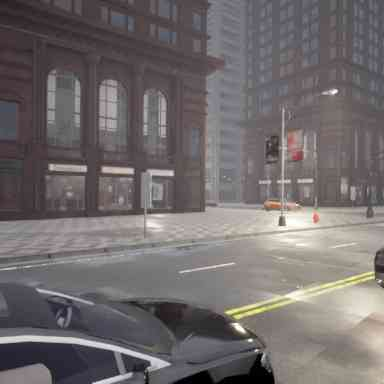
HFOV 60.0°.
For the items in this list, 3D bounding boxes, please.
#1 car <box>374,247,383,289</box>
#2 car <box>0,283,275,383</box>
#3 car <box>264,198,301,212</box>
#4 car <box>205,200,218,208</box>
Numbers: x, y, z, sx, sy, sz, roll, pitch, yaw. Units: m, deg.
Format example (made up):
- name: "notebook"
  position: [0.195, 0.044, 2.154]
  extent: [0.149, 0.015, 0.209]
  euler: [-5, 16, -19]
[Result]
- name: "car"
  position: [6.162, 1.515, 7.819]
  extent: [4.892, 1.490, 1.837]
  euler: [0, 0, -35]
- name: "car"
  position: [-1.456, 1.492, 2.400]
  extent: [4.902, 1.511, 2.128]
  euler: [0, 0, -35]
- name: "car"
  position: [11.002, 1.548, 40.555]
  extent: [2.097, 1.767, 4.553]
  euler: [1, -1, -35]
- name: "car"
  position: [2.037, 1.868, 53.190]
  extent: [1.895, 1.301, 4.718]
  euler: [1, -1, -35]
